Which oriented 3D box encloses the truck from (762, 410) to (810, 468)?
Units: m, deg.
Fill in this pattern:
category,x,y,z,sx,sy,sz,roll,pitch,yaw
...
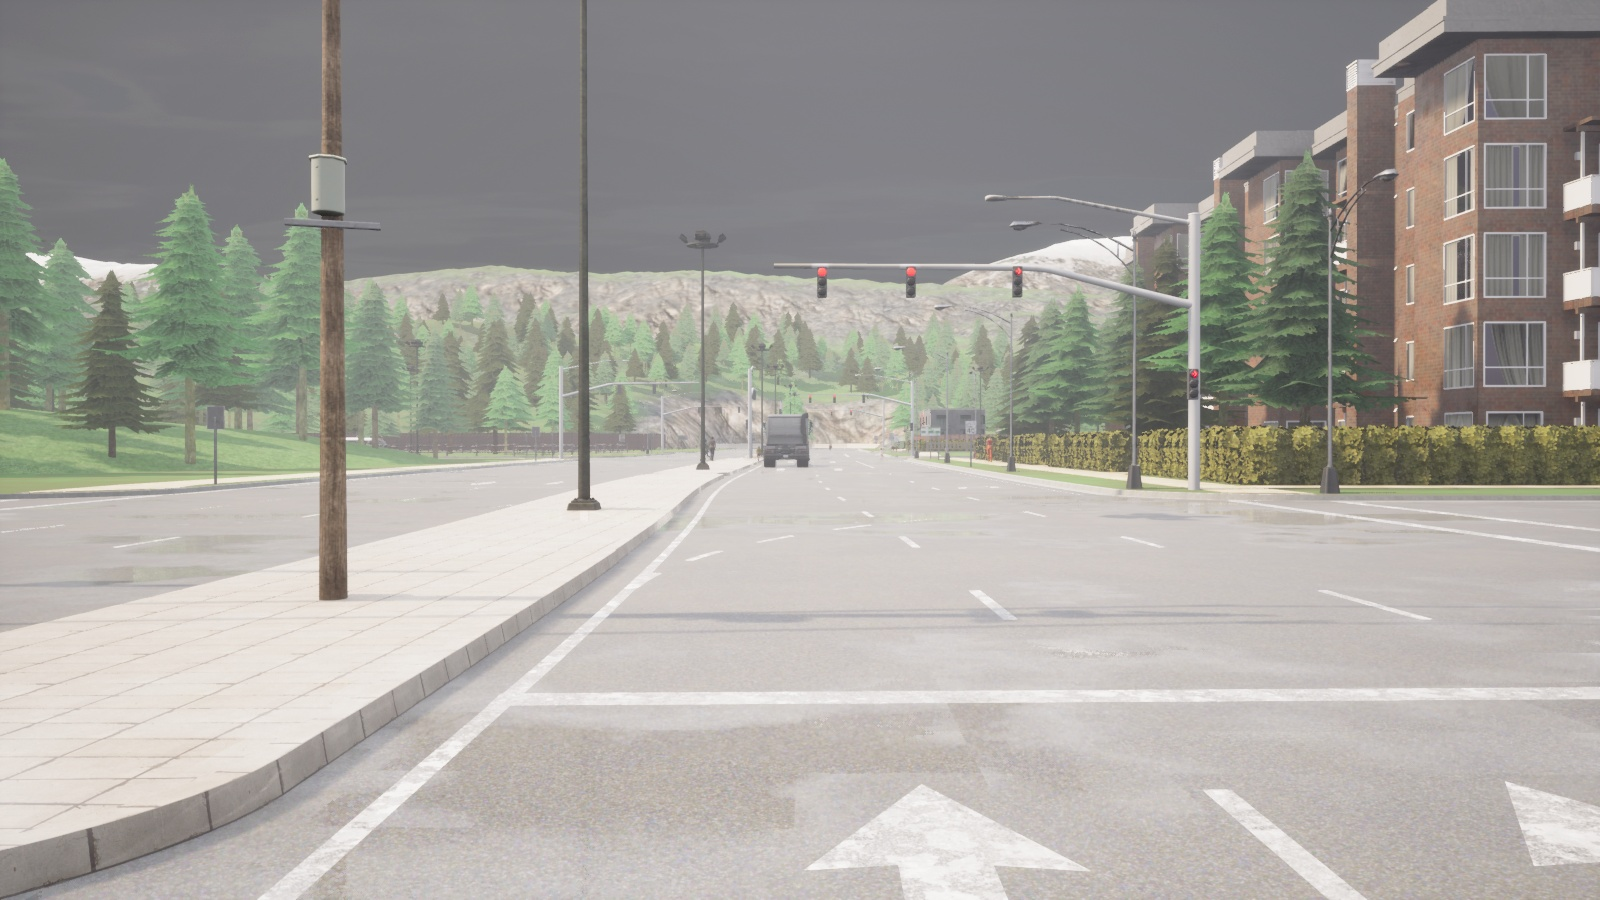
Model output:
category,x,y,z,sx,sy,sz,roll,pitch,yaw
truck,-0.826,-0.688,80.152,2.891,3.462,7.936,0,0,0
